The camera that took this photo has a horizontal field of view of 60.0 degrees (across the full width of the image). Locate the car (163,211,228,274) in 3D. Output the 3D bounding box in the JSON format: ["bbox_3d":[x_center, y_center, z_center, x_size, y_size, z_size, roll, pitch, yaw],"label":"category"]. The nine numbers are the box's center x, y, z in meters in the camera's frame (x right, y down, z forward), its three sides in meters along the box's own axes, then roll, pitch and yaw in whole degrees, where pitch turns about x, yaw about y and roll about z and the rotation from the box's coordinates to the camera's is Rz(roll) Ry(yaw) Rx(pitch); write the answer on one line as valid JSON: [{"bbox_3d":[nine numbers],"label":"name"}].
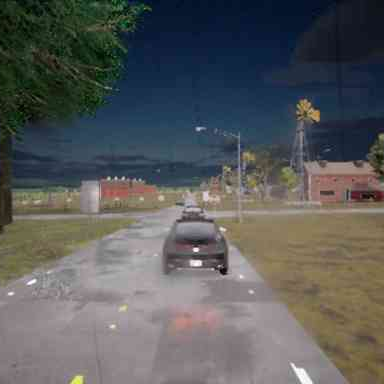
[{"bbox_3d":[0.099,1.604,10.937,1.837,1.490,4.892,0,-1,0],"label":"car"}]

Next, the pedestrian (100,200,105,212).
[{"bbox_3d":[-12.141,1.936,45.055,0.375,1.860,0.375,0,1,0],"label":"pedestrian"}]

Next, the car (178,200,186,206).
[{"bbox_3d":[-2.726,2.857,88.233,1.994,1.385,4.181,0,-1,0],"label":"car"}]

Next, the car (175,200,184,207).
[{"bbox_3d":[-2.730,2.561,72.697,1.895,1.301,4.718,0,-1,0],"label":"car"}]

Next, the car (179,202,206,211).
[{"bbox_3d":[0.103,1.787,25.970,1.812,1.442,4.674,0,-1,0],"label":"car"}]
